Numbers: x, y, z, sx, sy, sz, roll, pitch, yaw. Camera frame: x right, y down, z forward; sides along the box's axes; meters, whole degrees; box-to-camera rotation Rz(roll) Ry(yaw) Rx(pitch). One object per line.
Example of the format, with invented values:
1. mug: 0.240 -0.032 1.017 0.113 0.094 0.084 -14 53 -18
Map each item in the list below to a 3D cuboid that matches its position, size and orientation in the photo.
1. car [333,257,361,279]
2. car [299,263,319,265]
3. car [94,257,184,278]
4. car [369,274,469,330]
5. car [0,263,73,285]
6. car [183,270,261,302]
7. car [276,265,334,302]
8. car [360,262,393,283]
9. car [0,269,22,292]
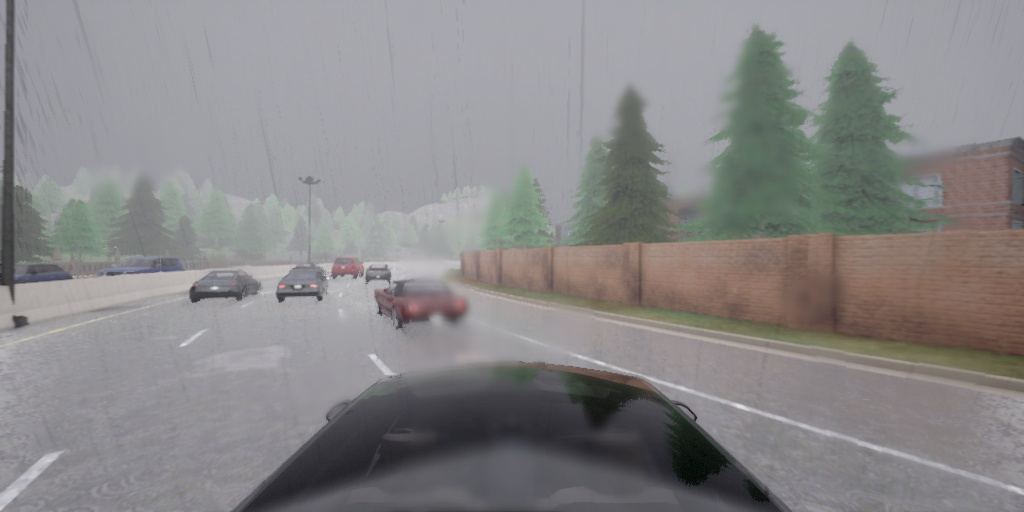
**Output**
1. car: -16.036 1.147 35.312 2.150 2.045 5.566 0 0 -14
2. car: -19.366 1.405 34.320 2.128 1.511 4.902 0 0 -14
3. car: -23.763 1.067 23.223 2.150 2.045 5.566 0 0 -18
4. car: -3.122 1.404 11.545 1.895 1.301 4.718 0 0 -30
5. car: -25.829 1.168 18.685 2.097 1.767 4.553 0 0 -20
6. car: -13.878 1.389 17.586 1.994 1.385 4.181 0 0 -24
7. car: -10.213 1.377 17.731 2.033 1.411 5.357 0 0 -24
8. car: -10.869 1.387 29.456 2.128 1.511 4.902 0 0 -18
9. car: -29.745 1.414 19.133 1.895 1.301 4.718 0 0 -19
